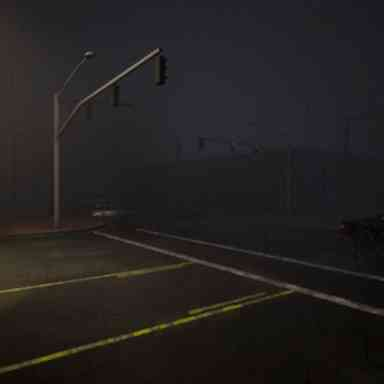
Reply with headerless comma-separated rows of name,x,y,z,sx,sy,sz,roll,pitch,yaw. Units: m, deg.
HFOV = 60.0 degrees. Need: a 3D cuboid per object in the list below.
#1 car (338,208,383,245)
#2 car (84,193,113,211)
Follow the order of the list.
car,8.788,1.539,13.415,2.033,1.411,5.357,0,0,-36
car,-12.011,1.212,42.239,2.150,2.045,5.566,0,0,-35
